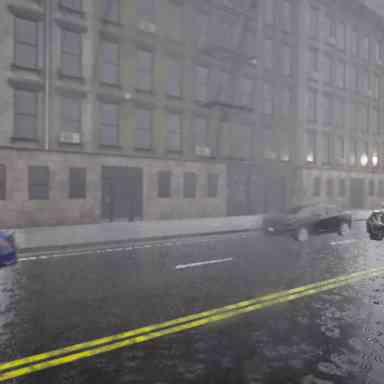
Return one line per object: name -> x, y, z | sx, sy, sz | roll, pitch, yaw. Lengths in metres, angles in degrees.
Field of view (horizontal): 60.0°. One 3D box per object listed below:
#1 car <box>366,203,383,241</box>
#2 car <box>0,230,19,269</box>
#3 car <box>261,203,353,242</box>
car -> 9.880, 1.079, 14.440 | 5.566, 2.045, 2.150 | 0, 1, -35
car -> -6.362, 1.322, 7.170 | 4.674, 1.442, 1.812 | 0, 1, -35
car -> 5.343, 1.270, 15.259 | 5.008, 1.535, 1.882 | 0, 1, -35
